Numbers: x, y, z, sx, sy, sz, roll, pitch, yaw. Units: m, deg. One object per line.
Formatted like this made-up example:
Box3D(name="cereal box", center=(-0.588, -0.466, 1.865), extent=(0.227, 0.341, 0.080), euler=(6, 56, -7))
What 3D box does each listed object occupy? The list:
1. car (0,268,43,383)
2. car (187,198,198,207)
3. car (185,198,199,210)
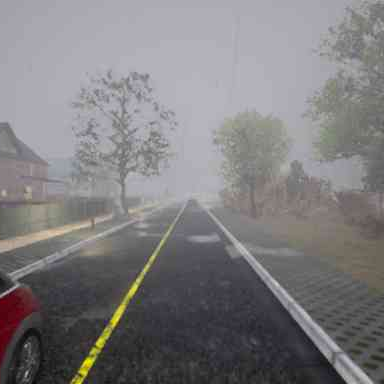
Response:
Box3D(name="car", center=(-2.837, 1.362, 2.074), extent=(2.097, 1.767, 4.553), euler=(0, 0, 0))
Box3D(name="car", center=(0.027, 1.773, 58.354), extent=(1.837, 1.490, 4.892), euler=(0, 0, 0))
Box3D(name="car", center=(0.022, 1.724, 47.923), extent=(1.837, 1.490, 4.892), euler=(0, 0, 0))
